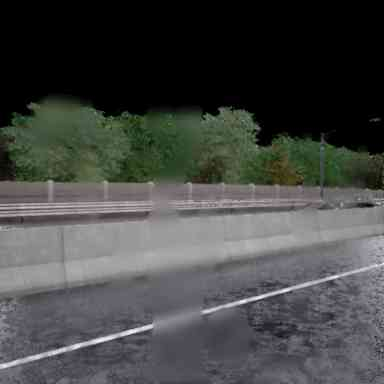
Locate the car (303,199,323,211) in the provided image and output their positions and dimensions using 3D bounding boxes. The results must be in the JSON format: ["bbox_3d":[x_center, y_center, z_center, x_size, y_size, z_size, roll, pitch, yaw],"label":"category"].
[{"bbox_3d":[14.211,1.488,35.621,5.357,1.411,2.033,0,0,-35],"label":"car"}]

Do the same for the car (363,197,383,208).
[{"bbox_3d":[17.688,1.429,29.504,4.902,1.511,2.128,0,0,-35],"label":"car"}]

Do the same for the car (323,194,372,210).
[{"bbox_3d":[15.617,1.160,32.325,5.566,2.045,2.150,1,0,-35],"label":"car"}]
